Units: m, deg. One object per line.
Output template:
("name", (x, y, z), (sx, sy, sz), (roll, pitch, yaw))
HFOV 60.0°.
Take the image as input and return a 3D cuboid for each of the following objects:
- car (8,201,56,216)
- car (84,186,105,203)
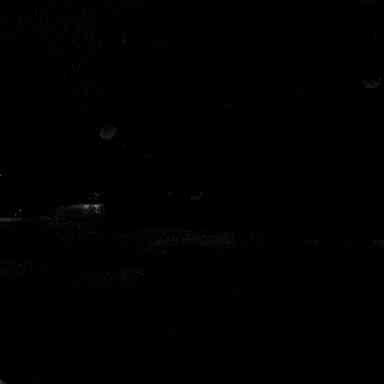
("car", (-16.688, 1.694, 34.939), (1.895, 1.301, 4.718), (-2, 4, 23))
("car", (-12.448, 0.281, 45.816), (2.150, 2.045, 5.566), (-2, 4, 19))
